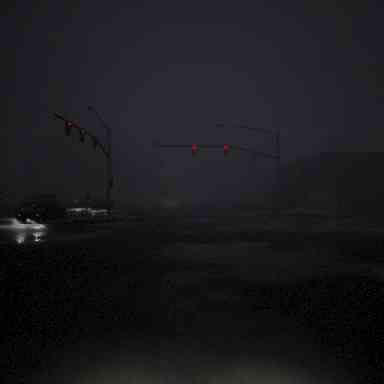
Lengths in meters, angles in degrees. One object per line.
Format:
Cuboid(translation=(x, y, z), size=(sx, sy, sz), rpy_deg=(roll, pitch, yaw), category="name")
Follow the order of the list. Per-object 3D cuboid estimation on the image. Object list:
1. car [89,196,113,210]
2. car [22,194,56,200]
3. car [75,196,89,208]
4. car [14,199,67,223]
Cuboid(translation=(-11.584, 1.477, 43.781), size=(1.882, 1.535, 5.008), rpy_deg=(0, 0, 0), category="car")
Cuboid(translation=(-15.089, 1.223, 32.646), size=(2.150, 2.045, 5.566), rpy_deg=(0, 0, 0), category="car")
Cuboid(translation=(-15.080, 1.352, 47.541), size=(2.097, 1.767, 4.553), rpy_deg=(0, 0, 0), category="car")
Cuboid(translation=(-11.591, 1.548, 26.130), size=(2.033, 1.411, 5.357), rpy_deg=(0, 0, 0), category="car")
